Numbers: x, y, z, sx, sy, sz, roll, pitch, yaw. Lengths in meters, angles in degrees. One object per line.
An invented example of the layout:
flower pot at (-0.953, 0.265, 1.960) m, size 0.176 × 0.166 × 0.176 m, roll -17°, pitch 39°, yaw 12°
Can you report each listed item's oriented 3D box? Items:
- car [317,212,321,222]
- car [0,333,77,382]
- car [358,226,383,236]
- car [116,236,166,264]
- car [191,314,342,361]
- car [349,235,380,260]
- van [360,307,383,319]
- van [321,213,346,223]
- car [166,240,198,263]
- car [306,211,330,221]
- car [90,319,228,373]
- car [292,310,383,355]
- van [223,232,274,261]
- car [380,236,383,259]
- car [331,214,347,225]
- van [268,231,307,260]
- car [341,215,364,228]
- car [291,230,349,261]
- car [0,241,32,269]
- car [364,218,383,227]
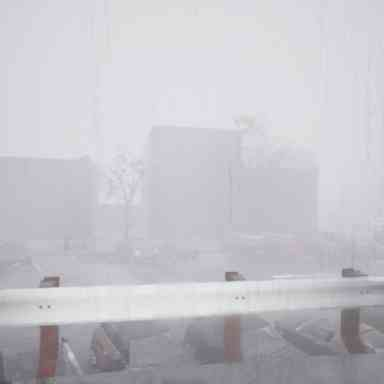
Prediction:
car at (25.910, 4.999, 63.888) m, size 5.008 × 1.535 × 2.097 m, roll 0°, pitch 1°, yaw -31°
car at (-4.250, 4.672, 8.746) m, size 2.163 × 1.488 × 4.792 m, roll 0°, pitch 1°, yaw -32°
car at (18.854, 4.763, 30.998) m, size 2.435 × 2.045 × 5.566 m, roll 1°, pitch 0°, yaw -32°
car at (-4.287, 4.430, 26.064) m, size 2.185 × 1.767 × 4.553 m, roll 2°, pitch -1°, yaw -32°
car at (1.670, 4.635, 10.015) m, size 2.185 × 1.767 × 4.553 m, roll 1°, pitch 1°, yaw -32°
car at (13.110, 4.649, 29.725) m, size 2.435 × 2.045 × 5.566 m, roll 2°, pitch -1°, yaw -32°
van at (7.656, 4.657, 11.141) m, size 1.878 × 1.987 × 4.442 m, roll 1°, pitch 1°, yaw -32°
van at (26.356, 4.799, 60.871) m, size 4.442 × 1.987 × 1.878 m, roll 0°, pitch 1°, yaw -31°
car at (-1.374, 4.614, 26.656) m, size 2.231 × 1.521 × 4.892 m, roll 1°, pitch 0°, yaw -32°
car at (25.324, 4.848, 66.832) m, size 4.553 × 1.767 × 2.185 m, roll 0°, pitch 0°, yaw -31°
car at (-1.290, 4.576, 9.374) m, size 2.185 × 1.767 × 4.553 m, roll 1°, pitch 1°, yaw -32°
car at (4.630, 4.822, 10.603) m, size 2.231 × 1.521 × 4.892 m, roll 0°, pitch 1°, yaw -32°
van at (4.344, 4.502, 27.990) m, size 1.878 × 1.987 × 4.442 m, roll 1°, pitch 0°, yaw -32°
car at (16.004, 4.987, 30.350) m, size 2.163 × 1.488 × 4.792 m, roll 2°, pitch -1°, yaw -32°
car at (26.998, 5.090, 57.985) m, size 4.674 × 1.452 × 2.002 m, roll 0°, pitch 0°, yaw -31°
van at (7.238, 4.559, 28.607) m, size 1.878 × 1.987 × 4.442 m, roll 1°, pitch 0°, yaw -32°
car at (27.719, 5.074, 55.127) m, size 5.366 × 1.575 × 1.946 m, roll 0°, pitch 0°, yaw -31°
car at (10.216, 4.592, 29.109) m, size 2.435 × 2.045 × 5.566 m, roll 2°, pitch -1°, yaw -32°
car at (-12.933, 4.411, 24.163) m, size 2.163 × 1.488 × 4.792 m, roll 2°, pitch -1°, yaw -32°
car at (28.657, 4.877, 49.102) m, size 5.566 × 2.045 × 2.435 m, roll 0°, pitch 1°, yaw -31°
